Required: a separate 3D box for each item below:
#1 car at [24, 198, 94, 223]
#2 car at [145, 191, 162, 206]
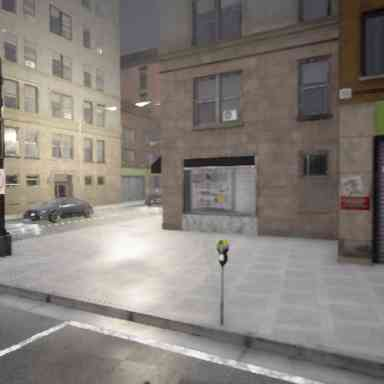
[{"bbox_3d":[-8.209,1.045,20.836,1.994,1.385,4.181,0,2,28],"label":"car"},{"bbox_3d":[-2.632,0.584,31.339,1.994,1.385,4.181,0,2,28],"label":"car"}]
